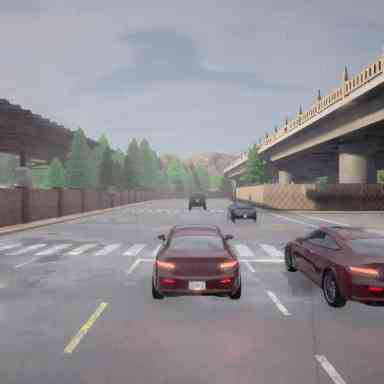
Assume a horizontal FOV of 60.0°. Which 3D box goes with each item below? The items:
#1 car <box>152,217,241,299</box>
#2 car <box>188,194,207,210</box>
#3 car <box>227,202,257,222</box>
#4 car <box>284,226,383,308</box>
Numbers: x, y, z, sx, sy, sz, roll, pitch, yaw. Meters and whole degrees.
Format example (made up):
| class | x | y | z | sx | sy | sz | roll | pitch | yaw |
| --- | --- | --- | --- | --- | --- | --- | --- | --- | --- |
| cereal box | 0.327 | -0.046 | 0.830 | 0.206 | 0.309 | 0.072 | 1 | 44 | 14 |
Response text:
| class | x | y | z | sx | sy | sz | roll | pitch | yaw |
| --- | --- | --- | --- | --- | --- | --- | --- | --- | --- |
| car | 0.093 | 1.526 | 8.314 | 1.812 | 1.442 | 4.674 | 0 | 0 | 0 |
| car | 0.715 | 1.221 | 43.031 | 2.150 | 2.045 | 5.566 | 0 | 0 | 1 |
| car | 3.821 | 1.493 | 25.806 | 2.128 | 1.511 | 4.902 | 0 | 0 | 1 |
| car | 3.595 | 1.526 | 7.814 | 1.812 | 1.442 | 4.674 | 0 | 0 | 0 |
